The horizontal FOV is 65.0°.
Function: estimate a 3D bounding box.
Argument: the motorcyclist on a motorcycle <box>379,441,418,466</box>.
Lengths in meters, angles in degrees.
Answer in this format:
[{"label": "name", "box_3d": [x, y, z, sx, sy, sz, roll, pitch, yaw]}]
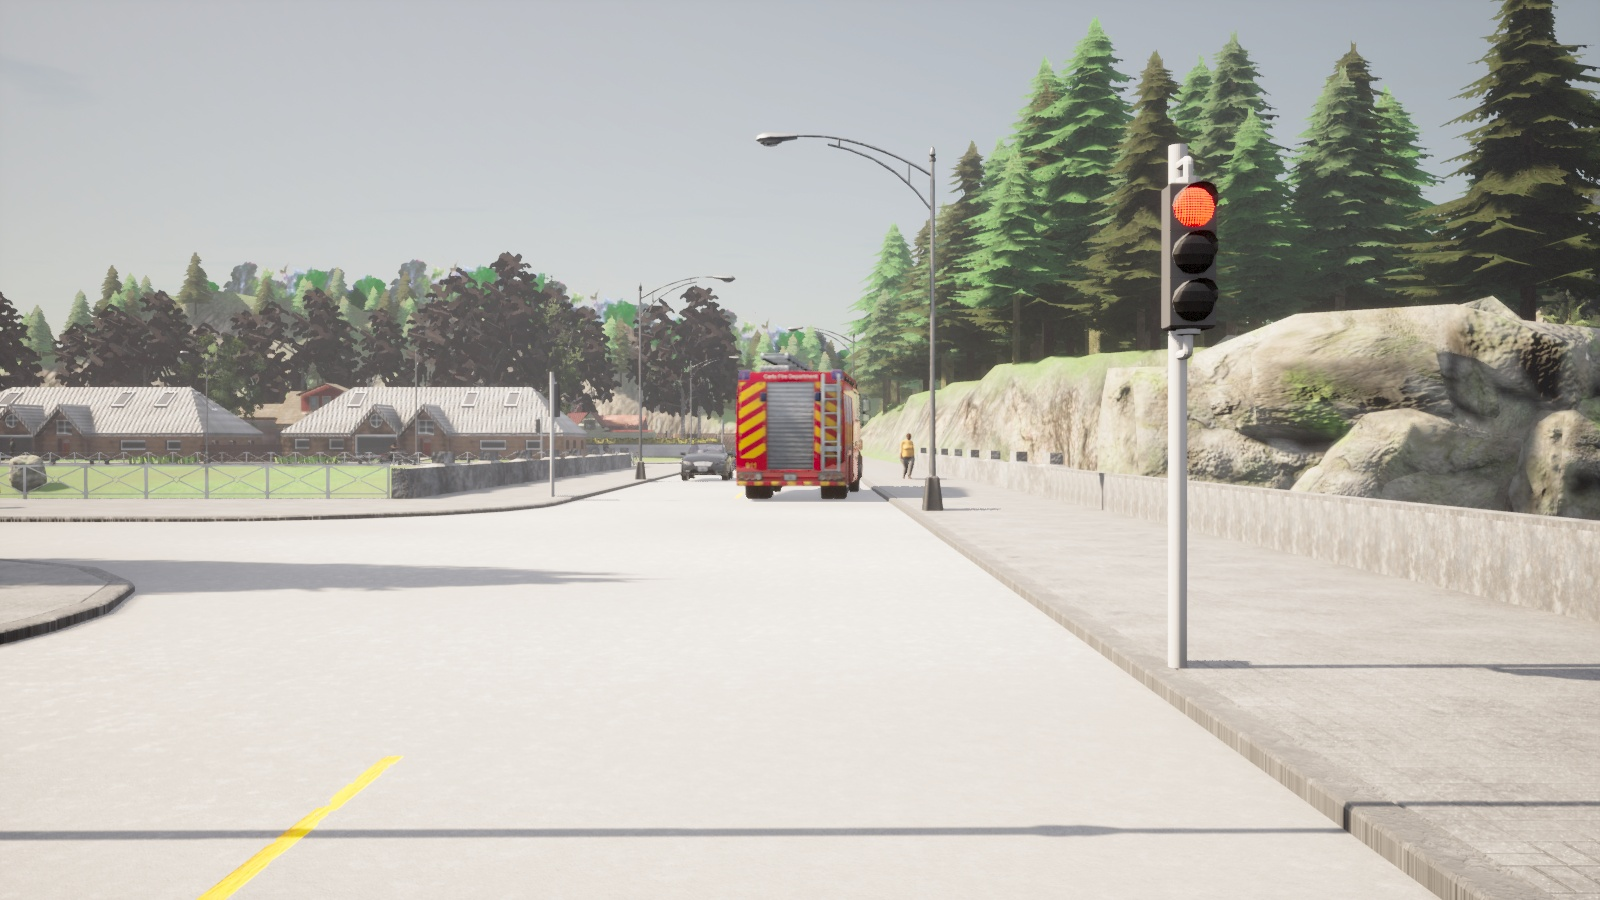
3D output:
[{"label": "motorcyclist on a motorcycle", "box_3d": [-26.678, 0.204, 83.504, 2.350, 1.649, 0.766, 0, 0, 0]}]

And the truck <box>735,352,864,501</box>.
[{"label": "truck", "box_3d": [0.194, -0.624, 36.504, 2.891, 3.827, 8.468, 0, 0, 6]}]

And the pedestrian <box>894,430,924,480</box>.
[{"label": "pedestrian", "box_3d": [4.093, 0.193, 47.312, 0.874, 1.855, 0.900, 0, 0, -15]}]

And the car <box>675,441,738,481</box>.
[{"label": "car", "box_3d": [-3.704, 0.416, 50.327, 2.128, 1.511, 4.902, 0, 0, 0]}]
